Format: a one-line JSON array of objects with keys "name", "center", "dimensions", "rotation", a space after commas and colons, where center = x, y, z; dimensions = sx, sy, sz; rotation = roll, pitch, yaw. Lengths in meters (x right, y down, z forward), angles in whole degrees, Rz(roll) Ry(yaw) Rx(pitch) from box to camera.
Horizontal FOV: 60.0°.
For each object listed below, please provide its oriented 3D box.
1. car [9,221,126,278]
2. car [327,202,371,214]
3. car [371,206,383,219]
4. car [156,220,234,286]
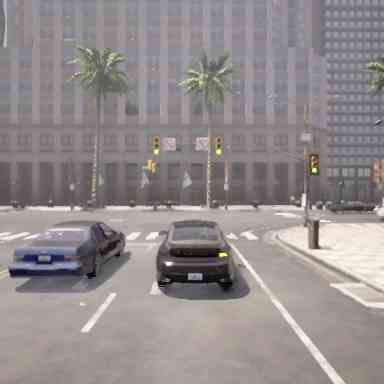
[{"name": "car", "center": [-3.424, 1.599, 10.251], "dimensions": [2.033, 1.411, 5.357], "rotation": [0, 0, 0]}, {"name": "car", "center": [18.202, 1.792, 38.226], "dimensions": [4.718, 1.301, 1.895], "rotation": [0, 0, 0]}, {"name": "car", "center": [17.860, 1.663, 27.527], "dimensions": [4.674, 1.442, 1.812], "rotation": [0, 0, 0]}, {"name": "car", "center": [0.076, 1.555, 9.537], "dimensions": [1.837, 1.490, 4.892], "rotation": [0, 0, 0]}]
